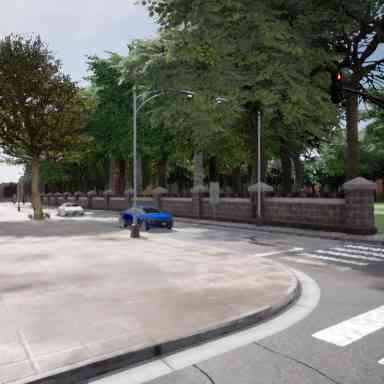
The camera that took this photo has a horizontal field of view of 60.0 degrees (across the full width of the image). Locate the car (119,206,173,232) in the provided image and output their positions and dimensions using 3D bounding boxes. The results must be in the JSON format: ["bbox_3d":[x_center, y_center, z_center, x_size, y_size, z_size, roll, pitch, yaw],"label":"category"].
[{"bbox_3d":[-3.085,1.657,21.748,1.882,1.535,5.008,0,-1,-35],"label":"car"}]

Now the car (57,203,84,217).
[{"bbox_3d":[-13.071,1.892,35.752,1.812,1.442,4.674,0,0,-35],"label":"car"}]
